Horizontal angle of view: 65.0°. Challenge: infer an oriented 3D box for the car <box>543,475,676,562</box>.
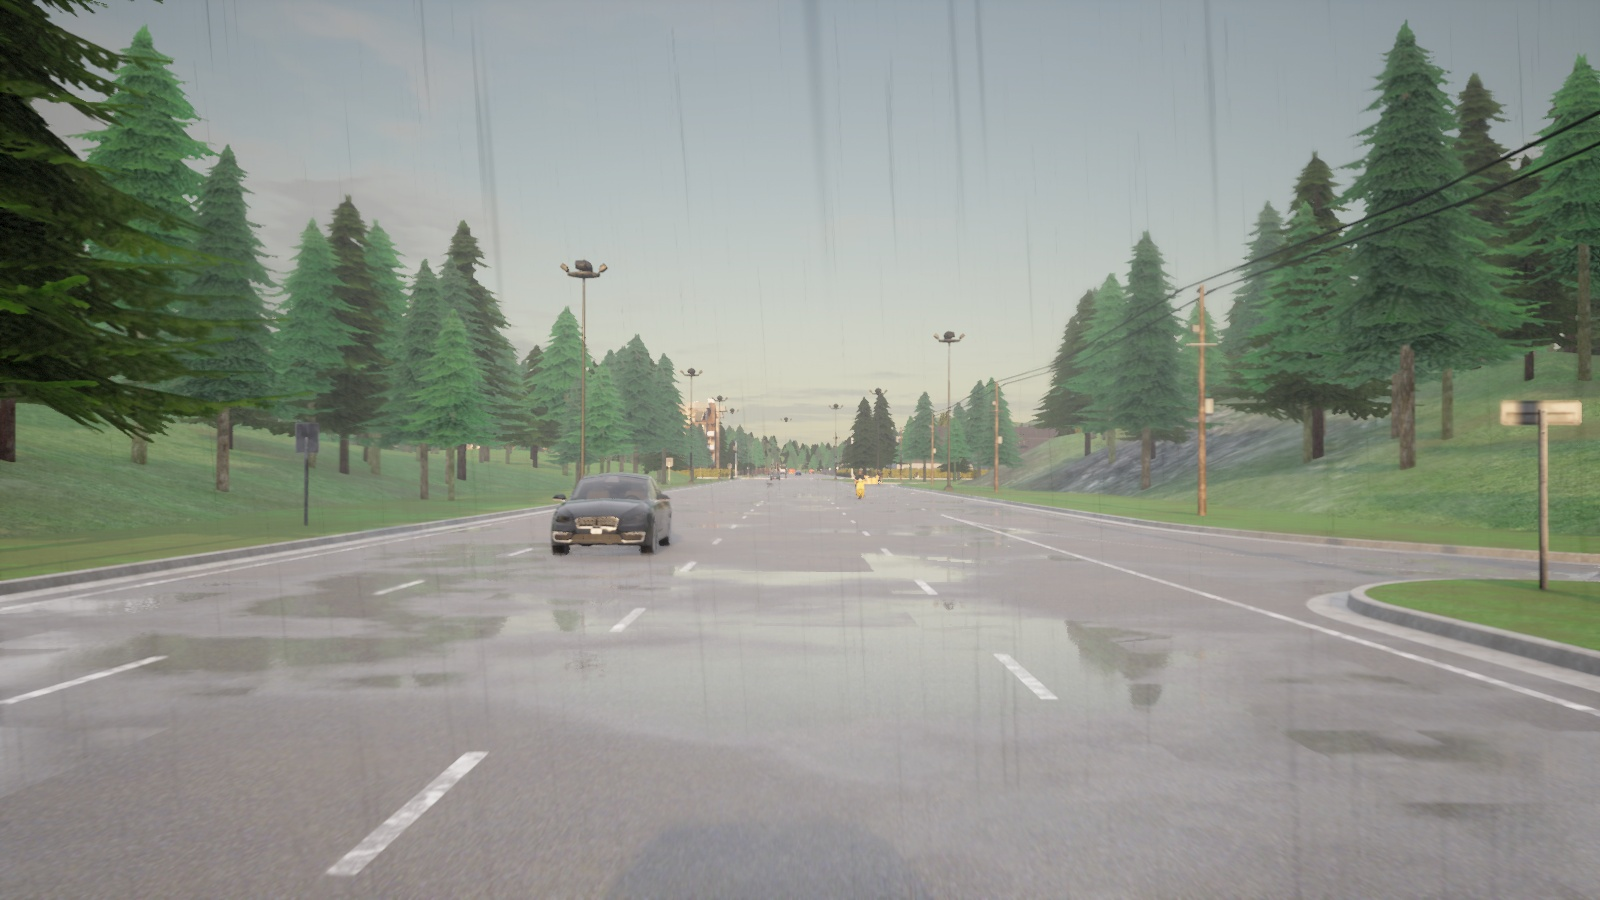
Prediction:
[{"bbox_3d":[-3.559,1.241,24.311,1.837,1.490,4.892,0,-1,0],"label":"car"}]
